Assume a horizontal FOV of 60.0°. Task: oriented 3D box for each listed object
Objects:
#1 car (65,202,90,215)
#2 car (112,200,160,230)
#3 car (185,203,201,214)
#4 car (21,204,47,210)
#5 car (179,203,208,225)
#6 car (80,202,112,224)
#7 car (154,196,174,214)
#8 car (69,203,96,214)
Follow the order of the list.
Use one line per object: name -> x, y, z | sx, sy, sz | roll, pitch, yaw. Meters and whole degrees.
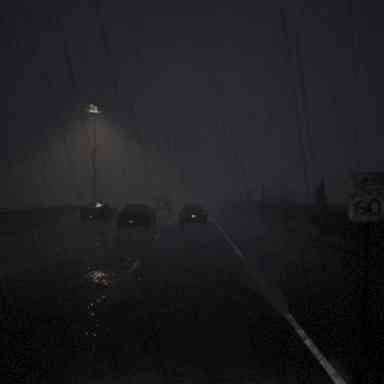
car -> -17.577, 2.582, 51.256 | 2.097, 1.767, 4.553 | 0, -5, 0
car -> -3.407, 1.498, 21.104 | 1.882, 1.535, 5.008 | 0, 0, 0
car -> 0.084, 2.083, 41.581 | 1.895, 1.301, 4.718 | 0, -3, 0
car -> -21.088, 2.274, 45.254 | 2.033, 1.411, 5.357 | 0, -4, 0
car -> 0.091, 1.587, 24.175 | 1.994, 1.385, 4.181 | 0, 0, 0
car -> -6.910, 1.516, 25.142 | 2.128, 1.511, 4.902 | 0, 0, 0
car -> -3.418, 1.602, 39.705 | 2.150, 2.045, 5.566 | 0, -3, 0
car -> -14.101, 2.185, 43.204 | 1.895, 1.301, 4.718 | 0, -4, 0
